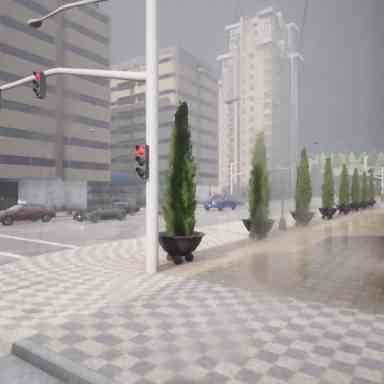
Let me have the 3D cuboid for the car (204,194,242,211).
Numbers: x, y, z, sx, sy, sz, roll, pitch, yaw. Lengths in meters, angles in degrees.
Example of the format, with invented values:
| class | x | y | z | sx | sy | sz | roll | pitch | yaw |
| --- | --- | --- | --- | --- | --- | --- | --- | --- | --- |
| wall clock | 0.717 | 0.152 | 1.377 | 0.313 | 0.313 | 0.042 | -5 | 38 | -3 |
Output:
| class | x | y | z | sx | sy | sz | roll | pitch | yaw |
| --- | --- | --- | --- | --- | --- | --- | --- | --- | --- |
| car | 3.674 | 1.277 | 41.836 | 2.150 | 2.045 | 5.566 | 0 | 0 | 35 |

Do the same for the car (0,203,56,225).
| class | x | y | z | sx | sy | sz | roll | pitch | yaw |
| --- | --- | --- | --- | --- | --- | --- | --- | --- | --- |
| car | -12.429 | 1.581 | 24.602 | 1.812 | 1.442 | 4.674 | 0 | 0 | 34 |

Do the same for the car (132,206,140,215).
| class | x | y | z | sx | sy | sz | roll | pitch | yaw |
| --- | --- | --- | --- | --- | --- | --- | --- | --- | --- |
| car | -7.288 | 1.656 | 32.109 | 1.895 | 1.301 | 4.718 | 0 | 0 | 35 |

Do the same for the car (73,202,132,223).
| class | x | y | z | sx | sy | sz | roll | pitch | yaw |
| --- | --- | --- | --- | --- | --- | --- | --- | --- | --- |
| car | -7.160 | 1.619 | 26.121 | 1.994 | 1.385 | 4.181 | 0 | 0 | 35 |
